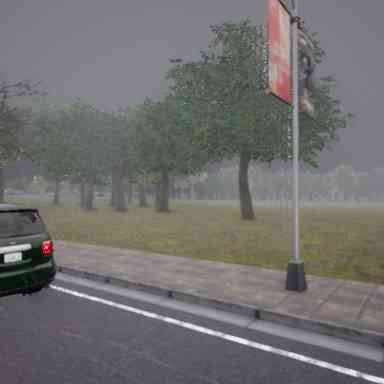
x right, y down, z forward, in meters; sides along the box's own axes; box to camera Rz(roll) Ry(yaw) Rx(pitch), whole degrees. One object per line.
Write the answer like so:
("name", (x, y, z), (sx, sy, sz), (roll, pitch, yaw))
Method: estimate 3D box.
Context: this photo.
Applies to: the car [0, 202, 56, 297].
("car", (-5.367, 1.246, 7.504), (5.566, 2.045, 2.150), (0, 0, 36))
